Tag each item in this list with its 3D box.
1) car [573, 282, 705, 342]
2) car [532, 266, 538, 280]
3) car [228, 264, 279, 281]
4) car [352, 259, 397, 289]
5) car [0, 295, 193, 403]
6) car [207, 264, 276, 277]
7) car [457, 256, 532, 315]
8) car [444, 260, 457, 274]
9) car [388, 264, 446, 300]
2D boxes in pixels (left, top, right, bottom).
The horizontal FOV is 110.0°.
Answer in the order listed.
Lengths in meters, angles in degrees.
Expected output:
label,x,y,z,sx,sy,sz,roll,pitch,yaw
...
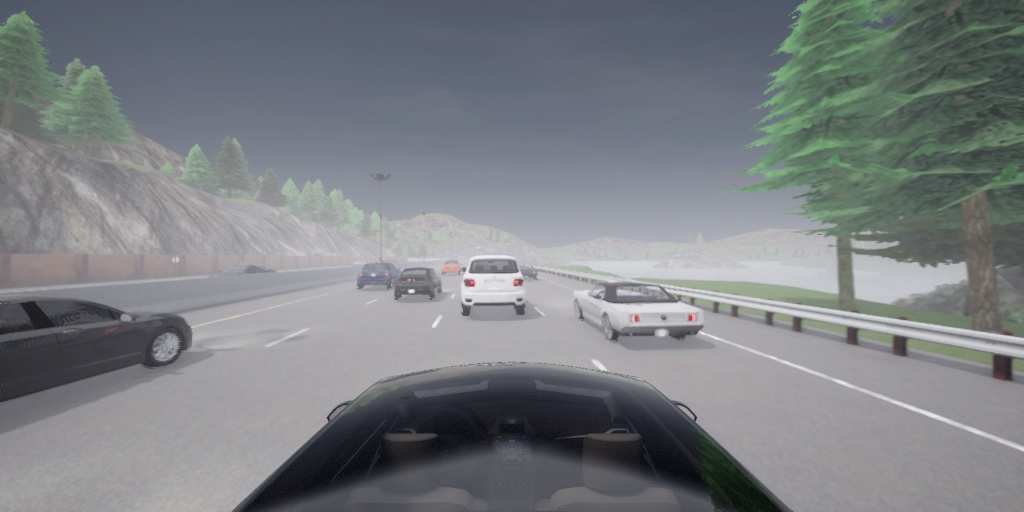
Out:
label,x,y,z,sx,sy,sz,roll,pitch,yaw
car,3.051,1.359,9.861,1.895,1.301,4.718,0,0,-4
car,1.047,1.432,32.183,1.895,1.301,4.718,0,0,-5
car,-23.866,1.520,33.307,1.994,1.385,4.181,0,0,-5
car,-8.754,1.208,24.247,2.097,1.767,4.553,0,0,-5
car,-7.200,1.300,5.092,1.837,1.490,4.892,0,0,-2
car,-19.658,1.392,25.994,1.882,1.535,5.008,0,0,-5
car,-0.774,1.010,13.914,2.150,2.045,5.566,0,0,-5
car,-6.895,1.249,41.714,2.097,1.767,4.553,0,0,-5
car,-4.693,1.325,18.376,1.837,1.490,4.892,0,0,-5
